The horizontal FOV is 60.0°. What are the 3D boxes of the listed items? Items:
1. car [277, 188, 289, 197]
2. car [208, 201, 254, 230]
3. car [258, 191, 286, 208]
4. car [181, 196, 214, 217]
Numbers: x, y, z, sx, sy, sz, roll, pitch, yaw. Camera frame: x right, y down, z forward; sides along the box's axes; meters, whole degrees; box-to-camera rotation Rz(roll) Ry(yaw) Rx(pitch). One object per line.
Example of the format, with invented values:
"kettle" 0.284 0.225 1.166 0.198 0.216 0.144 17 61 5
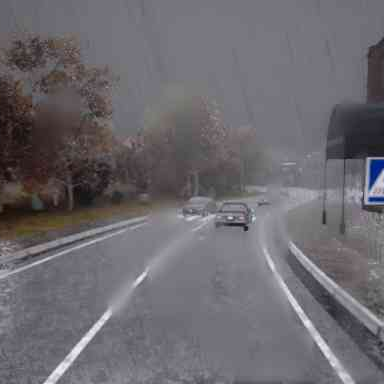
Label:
"car" 17.568 0.076 64.016 1.882 1.535 5.008 2 3 23
"car" 2.567 1.347 19.697 2.033 1.411 5.357 1 1 13
"car" 8.956 0.976 38.066 2.033 1.411 5.357 2 2 25
"car" 0.633 1.107 26.446 1.837 1.490 4.892 1 1 17
